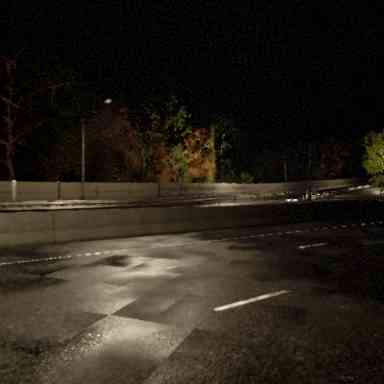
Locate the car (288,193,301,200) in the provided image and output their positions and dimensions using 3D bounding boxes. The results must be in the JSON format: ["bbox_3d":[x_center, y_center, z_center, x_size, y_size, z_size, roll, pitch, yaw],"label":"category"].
[{"bbox_3d":[21.437,0.840,69.665,1.994,1.385,4.181,0,1,31],"label":"car"}]

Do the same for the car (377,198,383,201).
[{"bbox_3d":[34.604,1.580,58.601,4.718,1.301,1.895,0,0,-35],"label":"car"}]

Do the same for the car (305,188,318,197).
[{"bbox_3d":[29.944,0.087,82.961,2.150,2.045,5.566,0,2,33],"label":"car"}]
